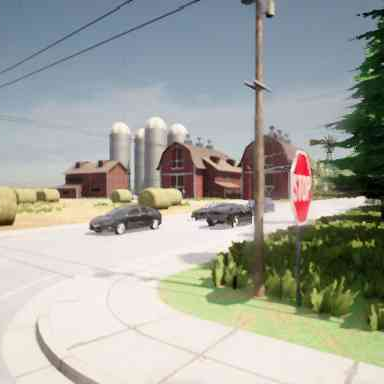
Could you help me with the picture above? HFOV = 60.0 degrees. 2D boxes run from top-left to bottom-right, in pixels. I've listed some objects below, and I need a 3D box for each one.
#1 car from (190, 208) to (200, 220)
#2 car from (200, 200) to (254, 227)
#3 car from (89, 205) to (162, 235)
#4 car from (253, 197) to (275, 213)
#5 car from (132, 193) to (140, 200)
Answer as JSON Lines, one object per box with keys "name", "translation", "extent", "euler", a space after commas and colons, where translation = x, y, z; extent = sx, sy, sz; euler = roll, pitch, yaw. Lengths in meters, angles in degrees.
{"name": "car", "translation": [1.983, 1.587, 28.094], "extent": [2.033, 1.411, 5.357], "euler": [0, 0, 33]}
{"name": "car", "translation": [2.742, 1.543, 22.514], "extent": [1.837, 1.490, 4.892], "euler": [0, 0, 33]}
{"name": "car", "translation": [-3.699, 1.544, 19.305], "extent": [1.837, 1.490, 4.892], "euler": [0, 0, 33]}
{"name": "car", "translation": [7.431, 1.393, 36.450], "extent": [2.097, 1.767, 4.553], "euler": [0, 0, 34]}
{"name": "car", "translation": [-14.556, 1.173, 87.195], "extent": [3.866, 1.878, 1.905], "euler": [-2, 6, -10]}
